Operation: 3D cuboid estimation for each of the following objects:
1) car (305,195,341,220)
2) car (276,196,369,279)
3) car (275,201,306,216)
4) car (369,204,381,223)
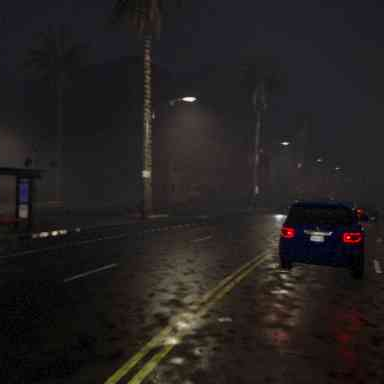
[{"bbox_3d":[12.658,1.414,31.920,2.150,2.045,5.566,2,0,32],"label":"car"},{"bbox_3d":[4.339,1.287,10.777,2.150,2.045,5.566,2,0,26],"label":"car"},{"bbox_3d":[10.343,1.665,34.820,1.994,1.385,4.181,2,0,32],"label":"car"},{"bbox_3d":[15.285,1.794,29.199,1.837,1.490,4.892,2,0,32],"label":"car"}]
